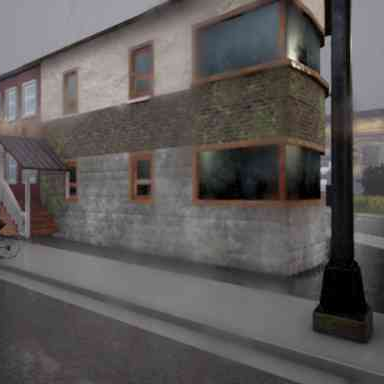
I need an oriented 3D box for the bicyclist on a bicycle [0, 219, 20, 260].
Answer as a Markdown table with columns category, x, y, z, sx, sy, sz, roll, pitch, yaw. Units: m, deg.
| category | x | y | z | sx | sy | sz | roll | pitch | yaw |
| --- | --- | --- | --- | --- | --- | --- | --- | --- | --- |
| bicyclist on a bicycle | -5.531 | 1.207 | 8.993 | 0.582 | 1.620 | 1.656 | 1 | 10 | 36 |
